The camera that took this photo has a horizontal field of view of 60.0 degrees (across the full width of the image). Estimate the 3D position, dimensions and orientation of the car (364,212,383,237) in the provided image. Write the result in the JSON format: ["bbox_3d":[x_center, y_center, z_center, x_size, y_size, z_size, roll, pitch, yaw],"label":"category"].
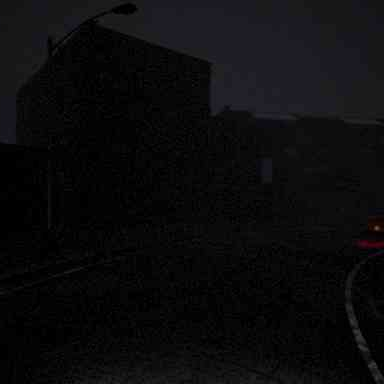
[{"bbox_3d":[11.626,1.761,18.292,5.008,1.535,1.882,2,0,-30],"label":"car"}]
